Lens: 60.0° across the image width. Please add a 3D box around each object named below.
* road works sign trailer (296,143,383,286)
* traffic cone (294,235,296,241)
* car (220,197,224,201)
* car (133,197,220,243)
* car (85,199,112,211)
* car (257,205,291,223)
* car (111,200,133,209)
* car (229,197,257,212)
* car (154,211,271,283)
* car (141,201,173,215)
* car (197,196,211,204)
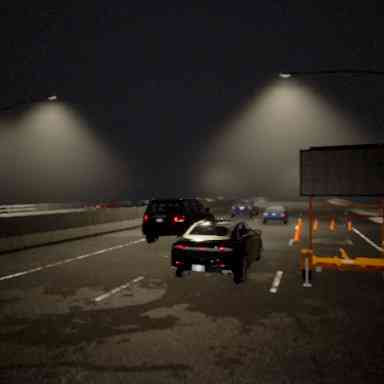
[{"bbox_3d":[4.223,0.521,9.152,2.380,3.560,2.880,0,0,19],"label":"road works sign trailer"},{"bbox_3d":[5.142,2.063,16.238,0.340,0.580,0.340,0,0,19],"label":"traffic cone"},{"bbox_3d":[6.581,1.932,79.318,2.128,1.511,4.902,0,0,19],"label":"car"},{"bbox_3d":[-0.482,1.346,16.571,2.150,2.045,5.566,0,-1,19],"label":"car"},{"bbox_3d":[-10.927,1.701,40.273,2.097,1.767,4.553,0,0,19],"label":"car"},{"bbox_3d":[6.937,1.732,27.148,2.033,1.411,5.357,0,0,19],"label":"car"},{"bbox_3d":[-7.211,1.827,40.290,2.128,1.511,4.902,0,0,19],"label":"car"},{"bbox_3d":[5.369,1.588,33.255,2.097,1.767,4.553,0,0,19],"label":"car"},{"bbox_3d":[0.948,1.568,10.068,2.128,1.511,4.902,0,0,19],"label":"car"},{"bbox_3d":[-3.994,1.818,38.886,1.837,1.490,4.892,0,0,19],"label":"car"},{"bbox_3d":[2.876,1.888,79.329,2.097,1.767,4.553,0,0,19],"label":"car"}]
